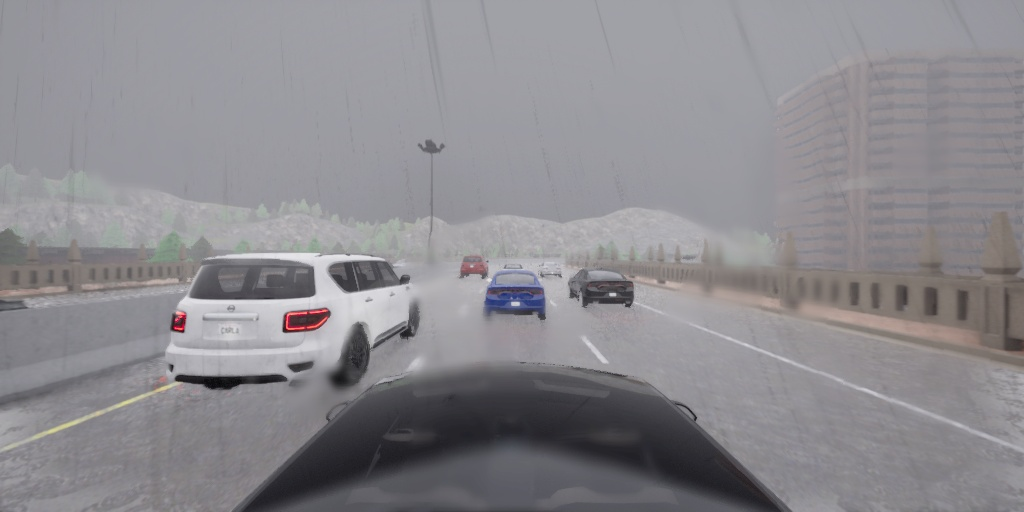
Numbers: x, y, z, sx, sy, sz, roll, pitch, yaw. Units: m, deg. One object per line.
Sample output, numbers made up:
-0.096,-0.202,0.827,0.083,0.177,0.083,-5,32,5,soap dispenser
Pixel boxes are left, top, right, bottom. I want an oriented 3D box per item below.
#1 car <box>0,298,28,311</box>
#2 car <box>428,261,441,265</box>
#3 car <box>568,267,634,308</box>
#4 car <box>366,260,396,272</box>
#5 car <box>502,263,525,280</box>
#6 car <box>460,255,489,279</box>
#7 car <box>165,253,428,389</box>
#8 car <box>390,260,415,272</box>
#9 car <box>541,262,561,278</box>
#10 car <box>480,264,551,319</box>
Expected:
-10.599,1.254,5.159,1.837,1.490,4.892,0,0,0,car
-10.569,1.312,48.080,1.994,1.385,4.181,0,0,0,car
3.601,1.227,15.278,1.882,1.535,5.008,0,0,0,car
-17.573,1.295,48.247,2.033,1.411,5.357,0,0,0,car
0.100,1.349,32.161,1.895,1.301,4.718,0,0,0,car
-3.398,0.970,33.020,2.150,2.045,5.566,0,0,0,car
-3.411,0.971,6.999,2.150,2.045,5.566,0,0,0,car
-14.079,1.273,46.320,1.812,1.442,4.674,0,0,0,car
3.589,1.274,34.335,1.812,1.442,4.674,0,0,0,car
0.101,1.227,12.803,1.882,1.535,5.008,0,0,0,car
